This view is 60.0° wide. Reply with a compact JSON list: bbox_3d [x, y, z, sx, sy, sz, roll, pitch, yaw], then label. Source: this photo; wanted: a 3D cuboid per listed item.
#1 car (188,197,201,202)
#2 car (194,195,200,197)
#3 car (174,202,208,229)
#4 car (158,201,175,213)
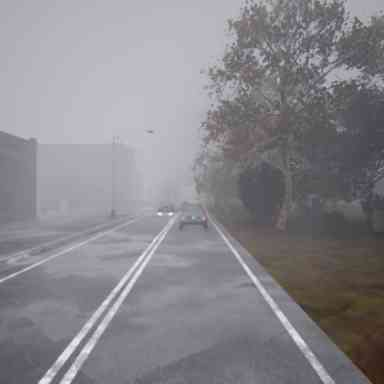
[{"bbox_3d":[0.232,1.743,41.455,1.882,1.535,5.008,0,0,1],"label":"car"},{"bbox_3d":[1.357,1.802,91.164,1.837,1.490,4.892,0,0,2],"label":"car"},{"bbox_3d":[0.103,1.652,22.690,2.033,1.411,5.357,0,-1,0],"label":"car"},{"bbox_3d":[-3.126,1.853,41.648,1.994,1.385,4.181,0,0,1],"label":"car"}]
